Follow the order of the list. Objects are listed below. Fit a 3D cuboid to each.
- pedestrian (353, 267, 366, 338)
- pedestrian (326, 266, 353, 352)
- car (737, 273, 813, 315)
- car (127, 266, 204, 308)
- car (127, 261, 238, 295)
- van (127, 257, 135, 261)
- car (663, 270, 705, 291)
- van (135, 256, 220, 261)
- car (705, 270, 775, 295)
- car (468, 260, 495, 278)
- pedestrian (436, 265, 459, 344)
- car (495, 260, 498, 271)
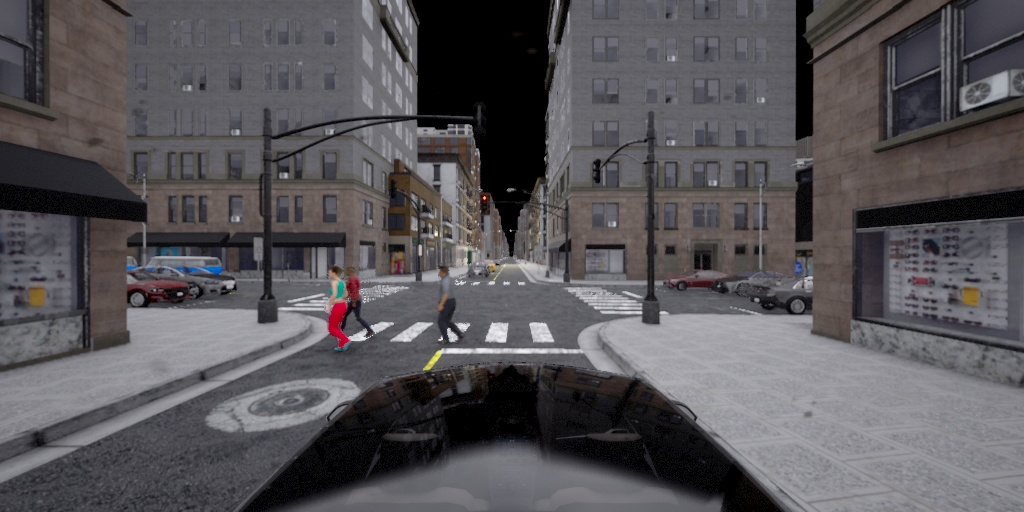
[{"bbox_3d":[-3.891,1.060,8.709,0.375,1.860,0.375,0,0,0],"label":"pedestrian"},{"bbox_3d":[-3.664,1.057,7.509,0.375,1.860,0.375,0,0,0],"label":"pedestrian"},{"bbox_3d":[11.605,1.484,13.791,4.403,1.370,2.007,0,0,0],"label":"car"},{"bbox_3d":[-15.158,1.217,13.952,4.507,1.381,1.888,0,0,0],"label":"car"},{"bbox_3d":[-15.578,1.150,16.708,4.902,1.511,2.128,1,0,0],"label":"car"},{"bbox_3d":[-26.115,0.880,22.551,3.998,1.789,1.690,0,0,0],"label":"van"},{"bbox_3d":[11.631,1.488,22.317,4.207,1.307,1.802,0,0,0],"label":"car"},{"bbox_3d":[-20.624,0.933,22.518,3.998,1.789,1.690,0,0,0],"label":"van"},{"bbox_3d":[13.396,1.496,19.736,4.181,1.385,1.994,1,0,0],"label":"car"},{"bbox_3d":[-3.130,1.295,34.777,2.128,1.511,4.902,0,0,0],"label":"car"},{"bbox_3d":[-1.486,1.058,8.112,0.375,1.860,0.375,0,0,0],"label":"pedestrian"},{"bbox_3d":[-3.144,1.294,46.219,1.882,1.535,5.008,0,0,0],"label":"car"}]
